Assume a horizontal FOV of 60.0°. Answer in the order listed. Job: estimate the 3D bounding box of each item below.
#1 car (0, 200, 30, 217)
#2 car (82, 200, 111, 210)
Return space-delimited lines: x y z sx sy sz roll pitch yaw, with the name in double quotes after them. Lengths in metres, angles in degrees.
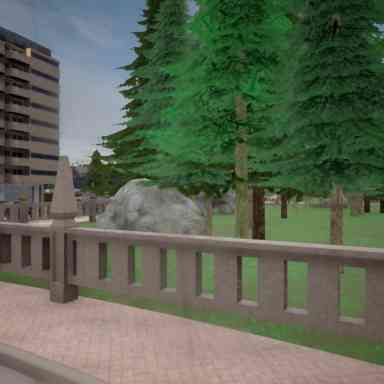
-17.348 1.619 32.241 1.994 1.385 4.181 0 0 26 "car"
-12.291 1.408 42.848 2.097 1.767 4.553 0 0 26 "car"
